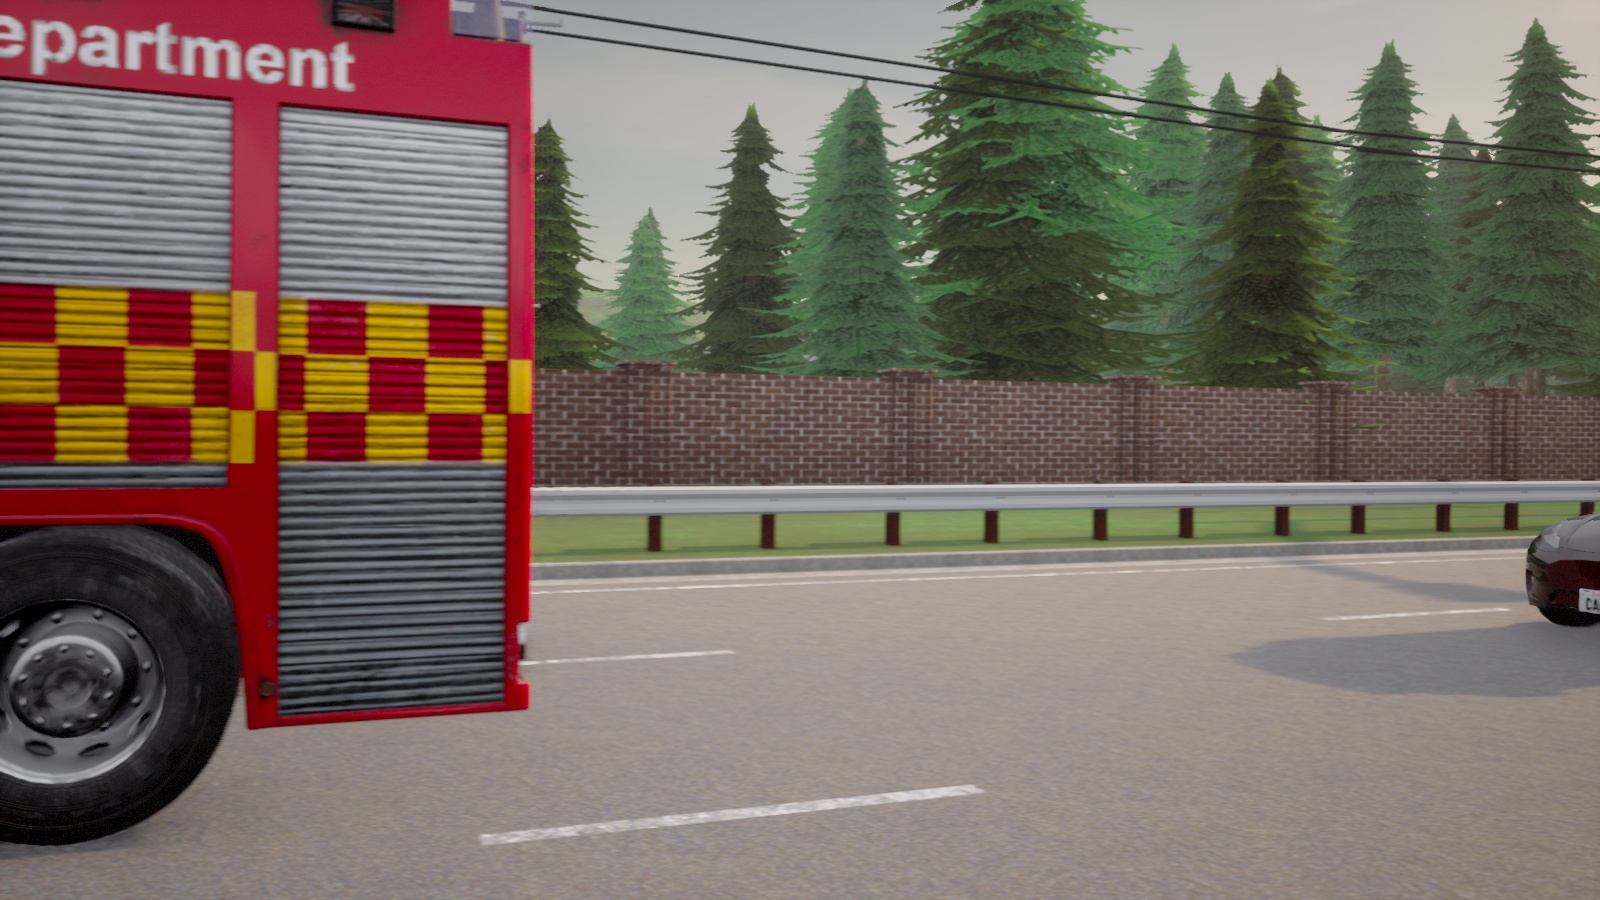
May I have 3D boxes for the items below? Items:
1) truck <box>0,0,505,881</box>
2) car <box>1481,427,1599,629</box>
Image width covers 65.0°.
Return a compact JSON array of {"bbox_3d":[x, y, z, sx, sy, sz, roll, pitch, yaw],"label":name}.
[{"bbox_3d":[-5.667,-0.384,4.817,8.468,3.827,2.891,-1,1,-21],"label":"truck"},{"bbox_3d":[8.181,0.545,10.090,4.792,1.488,2.163,-1,1,-21],"label":"car"}]
